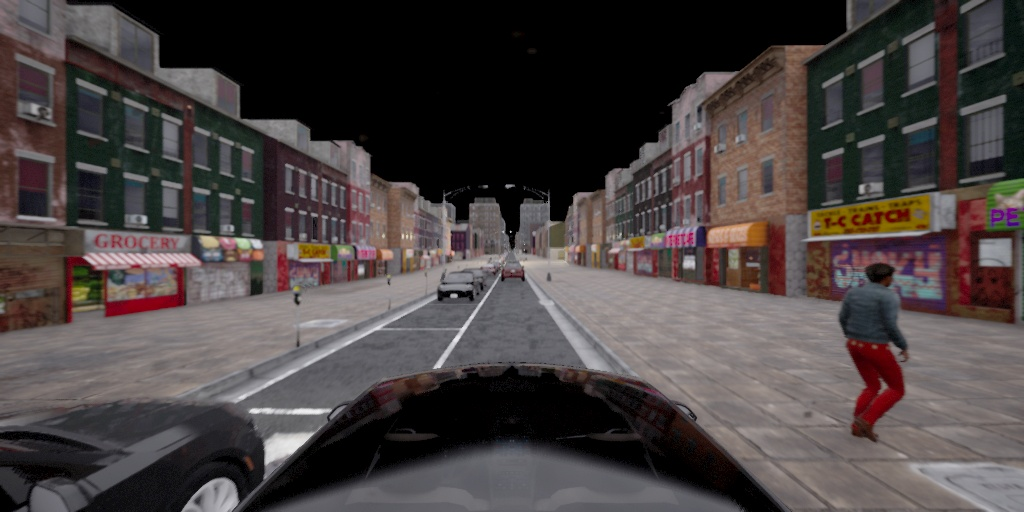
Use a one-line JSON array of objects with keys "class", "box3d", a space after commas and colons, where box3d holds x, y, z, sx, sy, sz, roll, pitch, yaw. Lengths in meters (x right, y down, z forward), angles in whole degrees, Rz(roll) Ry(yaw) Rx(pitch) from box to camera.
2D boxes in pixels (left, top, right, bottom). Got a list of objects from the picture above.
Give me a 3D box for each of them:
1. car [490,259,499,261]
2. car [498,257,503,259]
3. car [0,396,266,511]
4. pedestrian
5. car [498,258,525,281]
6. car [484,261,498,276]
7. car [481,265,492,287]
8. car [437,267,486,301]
[{"class": "car", "box3d": [-2.641, 1.463, 46.221, 1.948, 1.339, 4.313, 0, 0, 0]}, {"class": "car", "box3d": [-2.642, 1.315, 51.754, 1.967, 1.591, 4.097, 0, 0, 0]}, {"class": "car", "box3d": [-2.750, 1.246, 0.694, 1.837, 1.490, 4.892, 0, -1, 0]}, {"class": "pedestrian", "box3d": [3.670, 0.910, 3.635, 0.375, 1.860, 0.375, 1, 0, 0]}, {"class": "car", "box3d": [0.094, 1.294, 32.884, 2.097, 1.767, 4.553, 0, 0, 0]}, {"class": "car", "box3d": [-2.641, 1.501, 40.687, 1.802, 1.307, 4.207, 0, 0, 0]}, {"class": "car", "box3d": [-2.640, 1.496, 24.063, 1.948, 1.339, 4.313, 0, 0, 0]}, {"class": "car", "box3d": [-2.639, 1.468, 18.519, 1.948, 1.339, 4.313, 0, 0, 0]}]
